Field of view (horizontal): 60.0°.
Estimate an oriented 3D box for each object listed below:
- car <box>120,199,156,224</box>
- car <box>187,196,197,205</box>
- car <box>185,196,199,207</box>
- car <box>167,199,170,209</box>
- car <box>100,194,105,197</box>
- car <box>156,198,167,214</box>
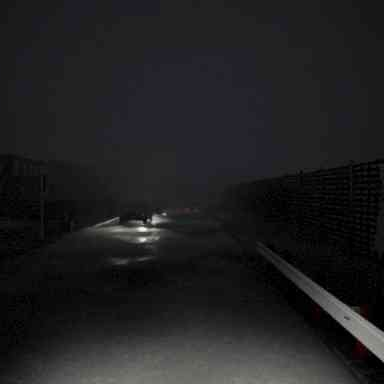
[{"bbox_3d":[-4.096,1.447,24.982,1.882,1.535,5.008,0,0,0],"label":"car"},{"bbox_3d":[-0.007,1.453,58.912,1.812,1.442,4.674,0,0,0],"label":"car"},{"bbox_3d":[-0.005,1.466,48.671,1.812,1.442,4.674,0,0,0],"label":"car"},{"bbox_3d":[-4.005,1.492,44.556,2.033,1.411,5.357,0,0,0],"label":"car"},{"bbox_3d":[-17.284,1.061,58.952,3.633,1.501,1.845,0,0,0],"label":"car"},{"bbox_3d":[-4.069,1.449,34.248,2.128,1.511,4.902,0,0,0],"label":"car"}]
